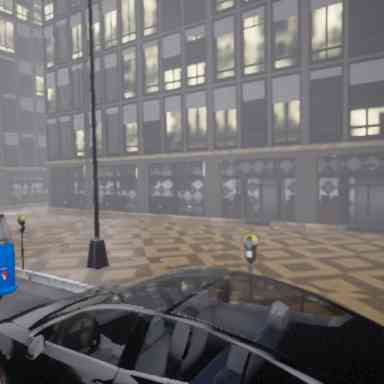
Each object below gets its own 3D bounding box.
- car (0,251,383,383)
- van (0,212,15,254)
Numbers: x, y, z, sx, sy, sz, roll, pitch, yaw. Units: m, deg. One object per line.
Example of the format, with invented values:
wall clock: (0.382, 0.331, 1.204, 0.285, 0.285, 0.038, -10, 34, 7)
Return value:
car: (-0.222, 1.420, 3.020, 4.313, 1.339, 1.947, 0, 3, 33)
van: (-4.975, 1.156, 6.149, 3.998, 1.788, 1.690, 0, 3, 33)
